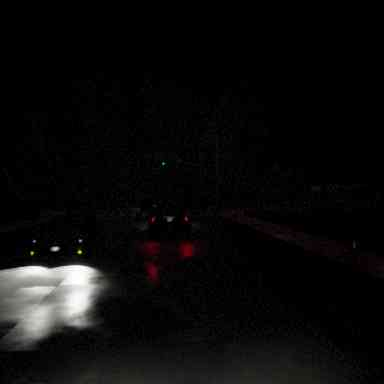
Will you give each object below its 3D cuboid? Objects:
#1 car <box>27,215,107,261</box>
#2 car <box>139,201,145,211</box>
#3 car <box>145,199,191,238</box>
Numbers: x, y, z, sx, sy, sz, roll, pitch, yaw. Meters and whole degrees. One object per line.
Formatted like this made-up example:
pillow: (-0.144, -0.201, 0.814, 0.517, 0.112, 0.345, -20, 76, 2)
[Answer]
car: (-4.375, 1.559, 12.230, 1.994, 1.385, 4.181, 0, 0, -5)
car: (-4.234, 1.418, 36.190, 2.033, 1.411, 5.357, 0, 1, -24)
car: (-1.242, 1.335, 17.883, 2.097, 1.767, 4.553, 0, 0, -5)
